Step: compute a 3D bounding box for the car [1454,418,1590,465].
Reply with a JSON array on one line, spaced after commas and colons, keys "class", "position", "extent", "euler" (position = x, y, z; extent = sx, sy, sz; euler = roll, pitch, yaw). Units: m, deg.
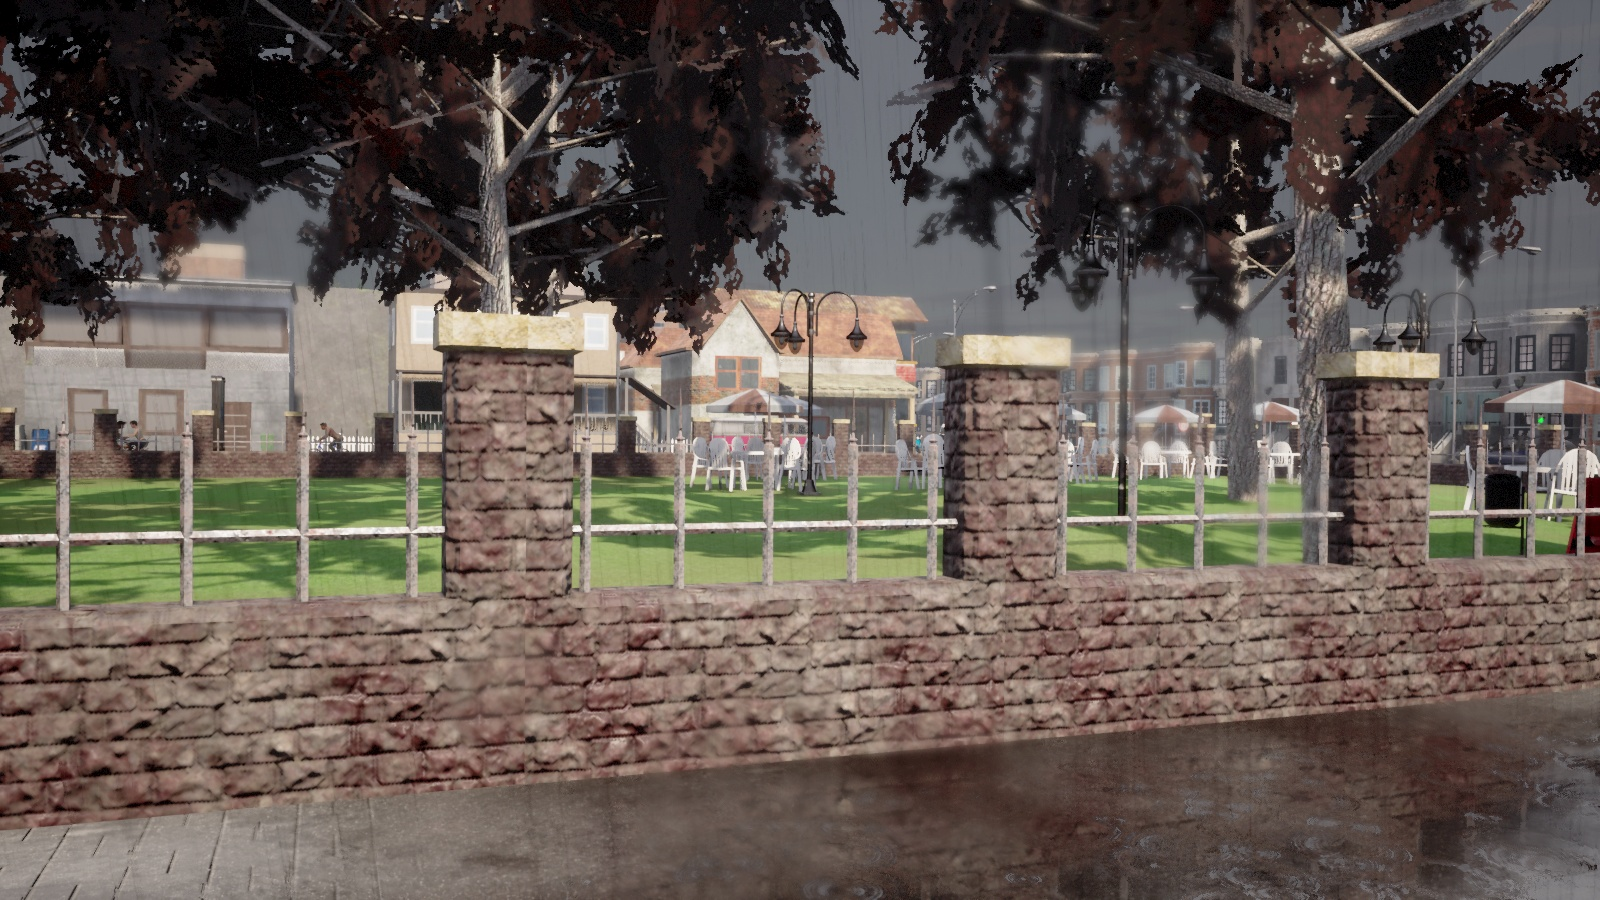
[{"class": "car", "position": [26.070, -0.325, 45.475], "extent": [1.851, 1.617, 3.988], "euler": [-1, 1, -21]}]

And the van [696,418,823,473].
[{"class": "van", "position": [-1.535, -0.204, 47.303], "extent": [4.442, 1.987, 1.775], "euler": [-1, 1, -21]}]
